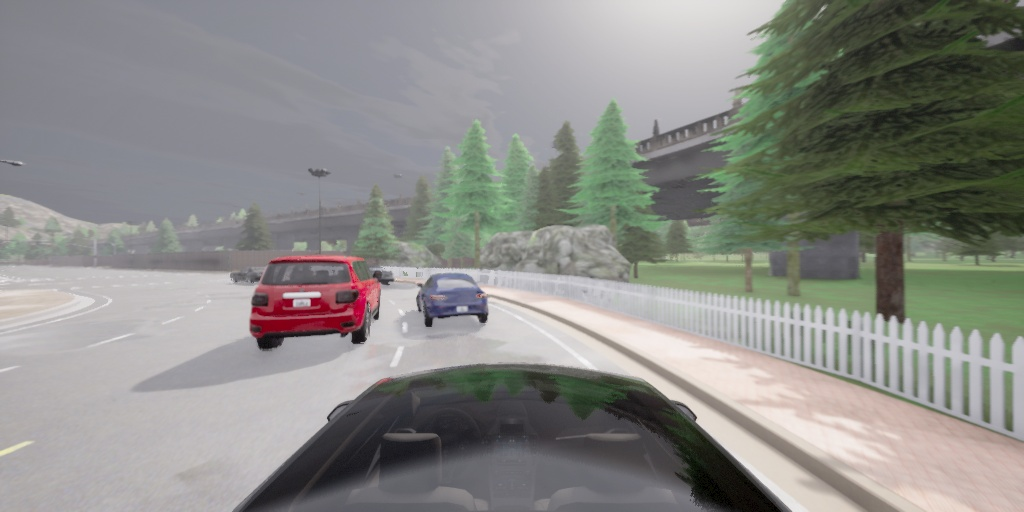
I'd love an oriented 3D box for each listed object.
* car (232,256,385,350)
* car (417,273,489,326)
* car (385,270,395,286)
[{"bbox_3d":[-4.827,1.011,9.589,2.150,2.045,5.566,0,0,-16],"label":"car"},{"bbox_3d":[-2.043,1.282,11.738,1.812,1.442,4.674,-1,-1,-18],"label":"car"},{"bbox_3d":[-10.200,1.369,25.155,2.033,1.411,5.357,-1,0,-45],"label":"car"}]
